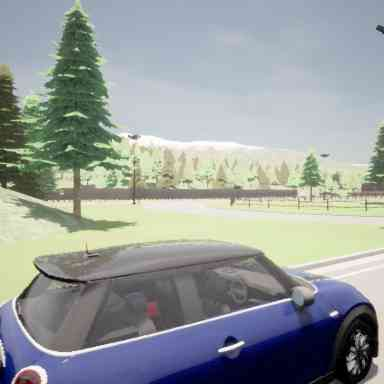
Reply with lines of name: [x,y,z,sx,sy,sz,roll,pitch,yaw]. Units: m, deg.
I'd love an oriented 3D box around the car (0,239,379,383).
car: [0.192,1.352,3.880,4.553,1.767,2.097,0,0,-35]
